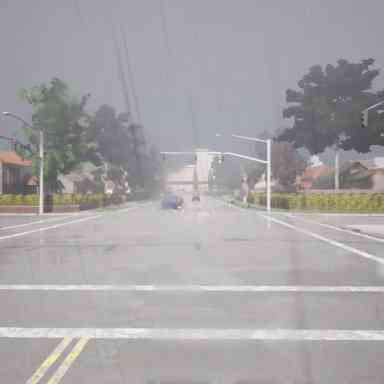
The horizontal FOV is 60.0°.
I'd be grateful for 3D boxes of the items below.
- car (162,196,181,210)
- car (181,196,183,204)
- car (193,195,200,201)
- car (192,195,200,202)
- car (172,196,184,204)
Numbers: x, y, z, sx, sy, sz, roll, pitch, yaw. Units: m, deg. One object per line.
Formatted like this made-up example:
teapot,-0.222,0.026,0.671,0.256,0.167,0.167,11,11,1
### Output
car,-2.847,1.478,43.235,1.882,1.535,5.008,0,0,0
car,-2.775,1.352,52.587,2.097,1.767,4.553,0,0,0
car,1.082,1.514,89.442,1.812,1.442,4.674,0,0,0
car,1.008,1.500,79.044,1.837,1.490,4.892,0,0,0
car,-2.631,1.547,65.300,2.033,1.411,5.357,0,0,1
